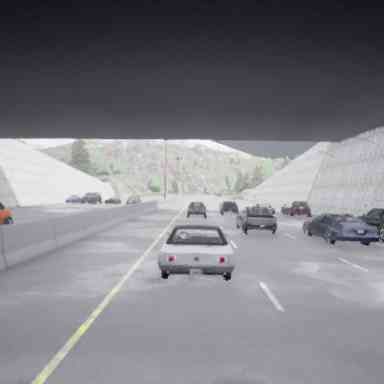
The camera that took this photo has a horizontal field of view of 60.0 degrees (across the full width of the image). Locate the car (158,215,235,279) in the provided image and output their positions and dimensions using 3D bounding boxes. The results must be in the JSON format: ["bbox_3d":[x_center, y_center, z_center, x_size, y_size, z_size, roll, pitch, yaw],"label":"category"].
[{"bbox_3d":[0.147,1.634,10.164,1.895,1.301,4.718,1,0,1],"label":"car"}]

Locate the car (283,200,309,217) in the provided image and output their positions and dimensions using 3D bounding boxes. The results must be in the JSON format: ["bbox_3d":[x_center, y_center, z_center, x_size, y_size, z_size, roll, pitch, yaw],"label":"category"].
[{"bbox_3d":[11.031,1.692,35.548,2.097,1.767,4.553,1,0,1],"label":"car"}]

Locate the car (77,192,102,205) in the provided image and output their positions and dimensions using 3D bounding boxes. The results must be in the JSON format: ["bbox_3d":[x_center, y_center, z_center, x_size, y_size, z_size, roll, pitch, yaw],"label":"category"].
[{"bbox_3d":[-16.792,1.024,55.873,2.150,2.045,5.566,1,0,1],"label":"car"}]

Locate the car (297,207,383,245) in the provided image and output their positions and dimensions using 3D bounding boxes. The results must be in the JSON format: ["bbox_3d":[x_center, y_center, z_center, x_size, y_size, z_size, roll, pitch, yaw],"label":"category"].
[{"bbox_3d":[7.249,1.752,16.734,2.033,1.411,5.357,1,0,1],"label":"car"}]

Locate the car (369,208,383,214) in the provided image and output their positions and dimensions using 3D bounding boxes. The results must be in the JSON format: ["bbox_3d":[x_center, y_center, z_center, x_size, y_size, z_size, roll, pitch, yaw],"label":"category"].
[{"bbox_3d":[10.774,1.636,18.462,2.097,1.767,4.553,1,0,1],"label":"car"}]

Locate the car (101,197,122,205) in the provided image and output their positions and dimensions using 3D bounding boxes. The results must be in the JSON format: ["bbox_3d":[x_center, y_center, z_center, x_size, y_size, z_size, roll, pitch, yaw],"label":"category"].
[{"bbox_3d":[-13.310,1.480,56.105,1.895,1.301,4.718,1,0,1],"label":"car"}]

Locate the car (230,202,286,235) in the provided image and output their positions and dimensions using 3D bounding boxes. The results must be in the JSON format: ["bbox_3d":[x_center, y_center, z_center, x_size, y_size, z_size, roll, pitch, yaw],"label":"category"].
[{"bbox_3d":[3.798,1.632,20.139,2.128,1.511,4.902,1,0,1],"label":"car"}]

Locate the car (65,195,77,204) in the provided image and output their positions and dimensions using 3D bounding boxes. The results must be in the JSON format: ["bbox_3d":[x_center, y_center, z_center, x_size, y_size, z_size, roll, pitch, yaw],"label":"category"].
[{"bbox_3d":[-20.268,1.259,57.376,1.812,1.442,4.674,1,0,1],"label":"car"}]

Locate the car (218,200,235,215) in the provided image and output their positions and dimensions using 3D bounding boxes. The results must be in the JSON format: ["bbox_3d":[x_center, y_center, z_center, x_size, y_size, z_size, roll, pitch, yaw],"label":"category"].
[{"bbox_3d":[4.053,1.700,37.086,1.837,1.490,4.892,1,0,1],"label":"car"}]

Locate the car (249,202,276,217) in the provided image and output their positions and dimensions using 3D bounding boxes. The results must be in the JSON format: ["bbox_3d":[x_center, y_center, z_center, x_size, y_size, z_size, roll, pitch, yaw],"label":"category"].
[{"bbox_3d":[7.532,1.867,35.965,1.895,1.301,4.718,1,0,1],"label":"car"}]

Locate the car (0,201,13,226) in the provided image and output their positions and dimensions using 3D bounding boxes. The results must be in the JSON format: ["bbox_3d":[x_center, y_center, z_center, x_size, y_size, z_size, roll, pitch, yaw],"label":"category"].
[{"bbox_3d":[-10.461,1.174,15.564,2.097,1.767,4.553,1,0,1],"label":"car"}]

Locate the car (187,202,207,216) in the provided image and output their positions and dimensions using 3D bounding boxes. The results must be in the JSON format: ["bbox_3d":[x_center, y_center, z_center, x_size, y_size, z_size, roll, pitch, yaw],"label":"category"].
[{"bbox_3d":[0.480,1.653,32.417,2.033,1.411,5.357,1,0,1],"label":"car"}]

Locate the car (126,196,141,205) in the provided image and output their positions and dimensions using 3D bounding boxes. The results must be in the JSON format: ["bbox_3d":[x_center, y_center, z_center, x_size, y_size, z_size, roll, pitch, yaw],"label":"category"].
[{"bbox_3d":[-9.814,1.445,56.062,2.128,1.511,4.902,1,0,1],"label":"car"}]
